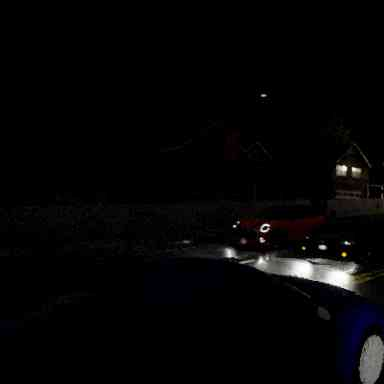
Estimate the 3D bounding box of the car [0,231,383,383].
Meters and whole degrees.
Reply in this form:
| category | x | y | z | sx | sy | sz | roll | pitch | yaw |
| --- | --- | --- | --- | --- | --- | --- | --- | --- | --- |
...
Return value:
| category | x | y | z | sx | sy | sz | roll | pitch | yaw |
| --- | --- | --- | --- | --- | --- | --- | --- | --- | --- |
| car | 0.192 | 1.487 | 3.574 | 5.008 | 1.535 | 1.882 | 0 | 0 | -36 |

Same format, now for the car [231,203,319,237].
| category | x | y | z | sx | sy | sz | roll | pitch | yaw |
| --- | --- | --- | --- | --- | --- | --- | --- | --- | --- |
| car | 3.858 | 1.373 | 14.421 | 4.553 | 1.767 | 2.097 | 0 | 0 | -35 |

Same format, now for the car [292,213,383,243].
| category | x | y | z | sx | sy | sz | roll | pitch | yaw |
| --- | --- | --- | --- | --- | --- | --- | --- | --- | --- |
| car | 5.808 | 1.585 | 11.820 | 4.181 | 1.385 | 1.994 | 0 | 0 | -35 |
